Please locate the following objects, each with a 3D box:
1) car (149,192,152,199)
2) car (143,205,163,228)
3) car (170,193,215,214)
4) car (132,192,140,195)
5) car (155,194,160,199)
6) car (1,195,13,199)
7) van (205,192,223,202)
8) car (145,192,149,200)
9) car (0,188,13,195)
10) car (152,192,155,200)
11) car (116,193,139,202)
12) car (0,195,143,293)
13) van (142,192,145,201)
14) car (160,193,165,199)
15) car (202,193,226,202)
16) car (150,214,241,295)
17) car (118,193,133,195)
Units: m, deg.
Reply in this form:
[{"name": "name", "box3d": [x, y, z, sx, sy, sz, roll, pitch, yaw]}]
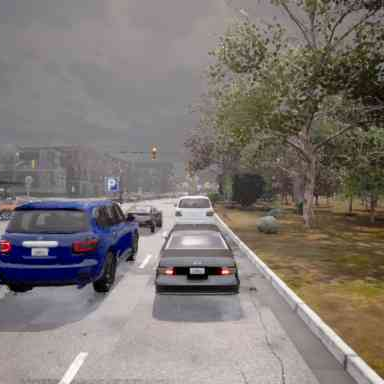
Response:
[{"name": "car", "box3d": [-12.737, 1.360, 79.772, 4.674, 1.452, 2.002, -1, 0, -13]}, {"name": "car", "box3d": [-2.874, 1.518, 19.969, 2.128, 1.511, 4.902, 0, 0, 3]}, {"name": "car", "box3d": [0.129, 1.246, 19.106, 2.150, 2.045, 5.566, 0, 0, 0]}, {"name": "car", "box3d": [-13.882, 1.316, 67.812, 5.366, 1.575, 1.946, -1, 0, -15]}, {"name": "car", "box3d": [-11.561, 1.358, 88.757, 4.674, 1.452, 2.002, -1, 0, -12]}, {"name": "car", "box3d": [-16.660, 1.405, 27.011, 4.553, 1.767, 2.185, -1, 0, -19]}, {"name": "van", "box3d": [4.201, 1.044, 67.437, 4.442, 1.987, 1.878, 1, 0, -14]}, {"name": "car", "box3d": [-13.106, 1.322, 76.776, 4.892, 1.521, 2.231, -1, 0, -14]}, {"name": "car", "box3d": [-31.232, 0.138, 55.667, 2.002, 1.452, 4.674, 6, -3, -19]}, {"name": "car", "box3d": [-12.369, 1.360, 82.774, 4.674, 1.452, 2.002, -1, 0, -13]}, {"name": "car", "box3d": [-13.792, 1.197, 70.765, 4.553, 1.767, 2.185, -1, 0, -14]}, {"name": "car", "box3d": [-2.907, 1.232, 9.046, 2.150, 2.045, 5.566, 0, 0, 0]}, {"name": "van", "box3d": [-13.330, 1.094, 73.805, 4.442, 1.987, 1.878, -1, 0, -14]}, {"name": "car", "box3d": [-11.114, 1.066, 91.764, 5.566, 2.045, 2.435, -1, 0, -12]}, {"name": "car", "box3d": [4.581, 1.143, 70.407, 4.553, 1.767, 2.185, 1, 0, -14]}, {"name": "car", "box3d": [0.096, 1.556, 8.857, 2.033, 1.411, 5.357, 0, 0, 0]}, {"name": "car", "box3d": [-14.523, 1.359, 64.819, 4.792, 1.488, 2.163, -1, 0, -15]}]
